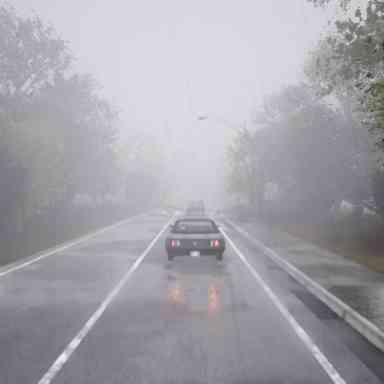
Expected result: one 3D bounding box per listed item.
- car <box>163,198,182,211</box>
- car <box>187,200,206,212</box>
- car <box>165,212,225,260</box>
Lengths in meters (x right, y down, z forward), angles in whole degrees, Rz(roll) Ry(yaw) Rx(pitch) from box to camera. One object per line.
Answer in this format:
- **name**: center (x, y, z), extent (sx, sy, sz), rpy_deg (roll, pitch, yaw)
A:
- **car**: center (-2.490, 1.576, 43.794), extent (1.882, 1.535, 5.008), rpy_deg (0, 0, 7)
- **car**: center (0.461, 1.614, 35.775), extent (2.033, 1.411, 5.357), rpy_deg (0, -1, 3)
- **car**: center (0.104, 1.630, 12.540), extent (1.895, 1.301, 4.718), rpy_deg (0, 0, 0)
